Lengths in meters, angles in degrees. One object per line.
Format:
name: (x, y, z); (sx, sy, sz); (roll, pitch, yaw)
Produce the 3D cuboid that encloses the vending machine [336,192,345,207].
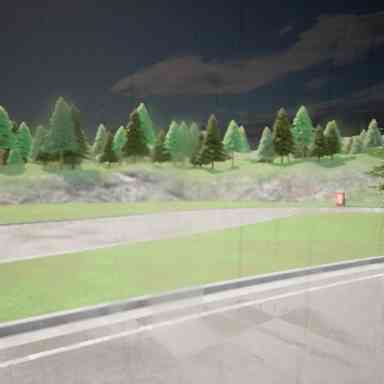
vending machine: (20.940, 1.062, 46.944); (0.880, 2.100, 1.100); (0, 0, 9)
